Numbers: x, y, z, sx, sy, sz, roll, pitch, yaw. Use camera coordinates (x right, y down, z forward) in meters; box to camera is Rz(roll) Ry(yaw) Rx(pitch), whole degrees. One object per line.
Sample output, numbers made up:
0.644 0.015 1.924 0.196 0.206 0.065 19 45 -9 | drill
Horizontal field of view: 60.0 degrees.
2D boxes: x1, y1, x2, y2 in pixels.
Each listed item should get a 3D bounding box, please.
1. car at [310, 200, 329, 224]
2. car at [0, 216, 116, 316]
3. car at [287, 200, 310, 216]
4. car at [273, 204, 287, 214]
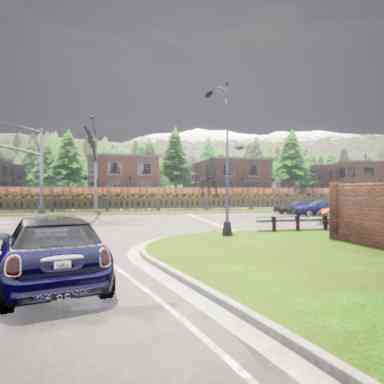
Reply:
10.906 1.346 22.884 4.553 1.767 2.097 0 0 -14 | car
-3.367 1.347 7.926 2.097 1.767 4.553 0 0 -28 | car
11.577 1.469 30.245 5.008 1.535 1.882 0 0 -13 | car
10.993 1.537 33.704 5.357 1.411 2.033 0 0 -14 | car
